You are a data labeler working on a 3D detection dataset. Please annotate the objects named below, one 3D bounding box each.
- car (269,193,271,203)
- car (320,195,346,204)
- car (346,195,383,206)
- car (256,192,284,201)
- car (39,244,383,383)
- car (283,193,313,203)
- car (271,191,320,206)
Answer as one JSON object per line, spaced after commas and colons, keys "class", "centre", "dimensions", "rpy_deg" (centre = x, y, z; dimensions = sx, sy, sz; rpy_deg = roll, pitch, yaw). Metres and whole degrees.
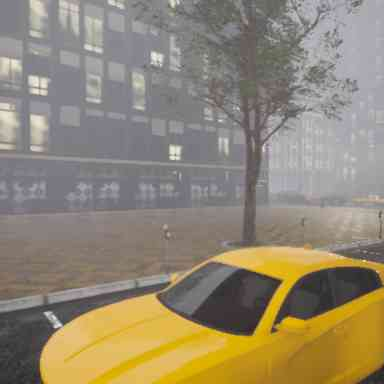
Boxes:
{"class": "car", "centre": [9.773, 0.944, 47.041], "dimensions": [1.947, 1.339, 4.313], "rpy_deg": [1, 0, -36]}
{"class": "car", "centre": [19.850, 1.013, 47.448], "dimensions": [1.947, 1.339, 4.313], "rpy_deg": [1, 0, -36]}
{"class": "car", "centre": [23.131, 1.074, 43.100], "dimensions": [1.752, 1.417, 4.829], "rpy_deg": [1, 0, -36]}
{"class": "car", "centre": [13.224, 0.803, 56.527], "dimensions": [1.947, 1.339, 4.313], "rpy_deg": [1, 0, -36]}
{"class": "car", "centre": [0.882, 1.474, 4.000], "dimensions": [5.008, 1.535, 1.882], "rpy_deg": [0, 0, -35]}
{"class": "car", "centre": [16.537, 0.924, 51.987], "dimensions": [1.802, 1.307, 4.206], "rpy_deg": [1, 0, -36]}
{"class": "car", "centre": [13.090, 0.798, 42.500], "dimensions": [2.192, 1.841, 5.009], "rpy_deg": [1, 0, -36]}
